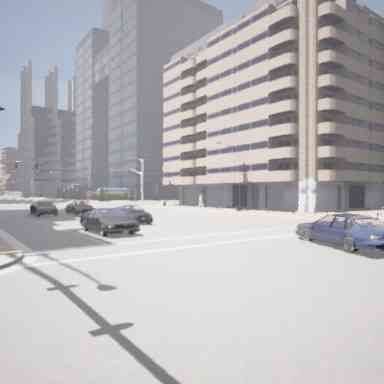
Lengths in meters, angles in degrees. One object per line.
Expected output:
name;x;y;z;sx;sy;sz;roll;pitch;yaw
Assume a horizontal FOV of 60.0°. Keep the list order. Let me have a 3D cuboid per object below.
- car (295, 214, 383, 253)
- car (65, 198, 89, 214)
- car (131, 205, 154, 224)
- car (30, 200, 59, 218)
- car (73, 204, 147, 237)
car;6.499;1.621;14.092;2.033;1.411;5.357;0;0;-13
car;-11.481;1.634;34.061;2.033;1.411;5.357;0;0;-36
car;-4.525;1.650;24.549;1.994;1.385;4.181;0;0;-36
car;-14.232;1.582;31.898;1.837;1.490;4.892;0;0;-36
car;-4.830;1.624;18.995;2.033;1.411;5.357;0;0;-35
